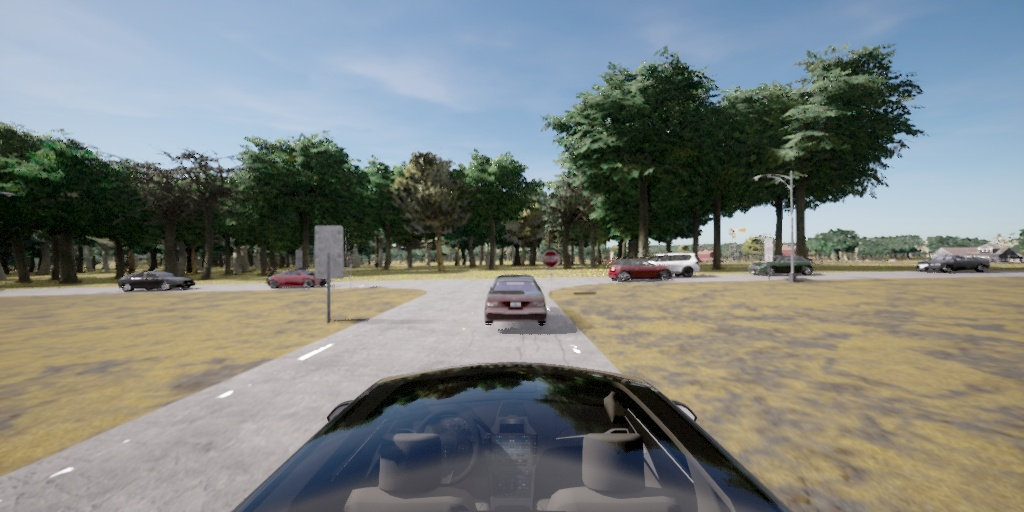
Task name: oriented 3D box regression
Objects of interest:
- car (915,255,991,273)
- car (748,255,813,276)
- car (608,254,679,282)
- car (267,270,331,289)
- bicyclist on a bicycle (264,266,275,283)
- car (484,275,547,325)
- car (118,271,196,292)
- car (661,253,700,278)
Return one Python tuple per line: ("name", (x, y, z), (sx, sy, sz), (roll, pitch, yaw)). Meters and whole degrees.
("car", (37.246, 0.651, 30.387), (4.902, 1.511, 2.128), (-1, 1, 0))
("car", (22.660, 0.749, 30.425), (4.553, 1.767, 2.097), (-1, 1, 0))
("car", (9.823, 1.006, 27.462), (4.553, 1.767, 2.097), (-1, 1, -5))
("car", (-16.301, 1.736, 27.560), (4.181, 1.385, 1.994), (-1, 1, 0))
("bicyclist on a bicycle", (-22.610, 1.733, 33.554), (0.582, 1.620, 1.656), (-1, 0, 0))
("car", (0.103, 1.335, 11.987), (2.033, 1.411, 5.357), (0, 0, 0))
("car", (-27.273, 1.930, 27.593), (4.892, 1.490, 1.837), (-2, 1, 0))
("car", (12.907, 0.792, 30.456), (5.566, 2.045, 2.150), (-1, 1, 0))
